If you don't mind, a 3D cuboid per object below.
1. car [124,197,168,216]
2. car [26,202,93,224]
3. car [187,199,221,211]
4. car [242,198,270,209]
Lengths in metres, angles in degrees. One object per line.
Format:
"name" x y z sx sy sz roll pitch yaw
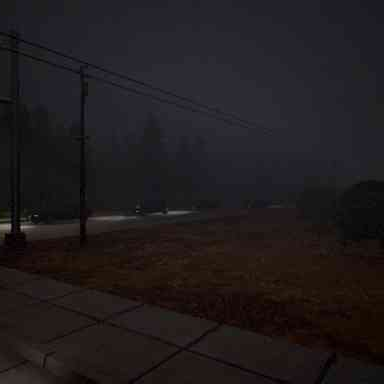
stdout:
"car" -4.360 1.312 32.122 2.097 1.767 4.553 0 0 37
"car" -9.766 1.513 24.833 1.837 1.490 4.892 0 0 37
"car" 1.490 1.509 39.995 1.895 1.301 4.718 0 0 37
"car" 8.363 1.465 43.073 1.895 1.301 4.718 0 0 37
